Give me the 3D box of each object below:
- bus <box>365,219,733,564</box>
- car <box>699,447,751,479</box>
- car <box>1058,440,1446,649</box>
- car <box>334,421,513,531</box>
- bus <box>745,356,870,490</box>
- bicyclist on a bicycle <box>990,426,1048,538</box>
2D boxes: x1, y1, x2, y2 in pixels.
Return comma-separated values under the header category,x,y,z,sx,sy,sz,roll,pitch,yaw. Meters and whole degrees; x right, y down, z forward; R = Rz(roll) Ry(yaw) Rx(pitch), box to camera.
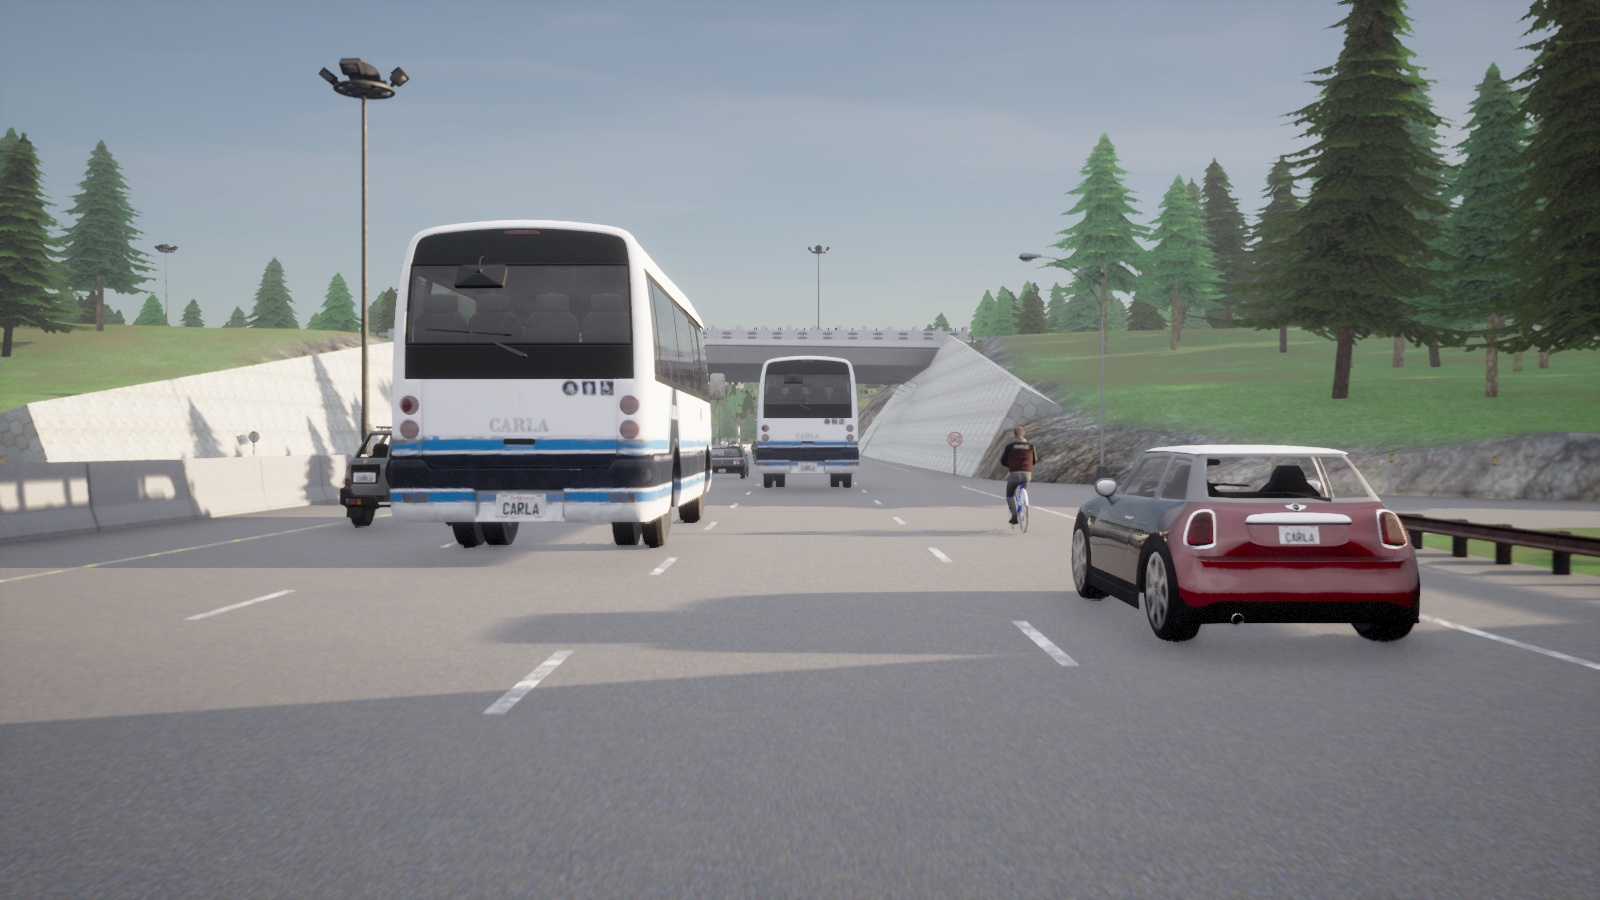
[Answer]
category,x,y,z,sx,sy,sz,roll,pitch,yaw
bus,-3.366,-0.749,20.622,3.944,4.253,10.273,0,0,0
car,-3.178,0.540,53.916,1.895,1.301,4.718,0,0,0
car,3.576,0.654,10.758,1.970,1.475,3.806,0,0,0
car,-6.851,0.426,23.403,1.932,1.855,4.605,0,0,0
bus,0.272,-0.883,44.903,3.944,4.253,10.273,0,0,0
bicyclist on a bicycle,3.635,0.502,20.985,0.659,1.776,1.843,0,1,0
